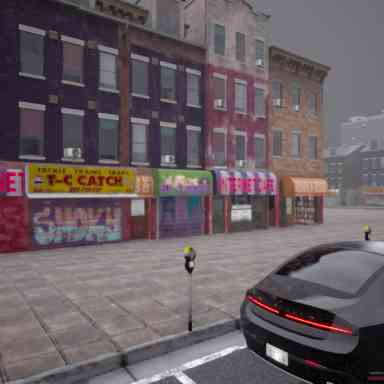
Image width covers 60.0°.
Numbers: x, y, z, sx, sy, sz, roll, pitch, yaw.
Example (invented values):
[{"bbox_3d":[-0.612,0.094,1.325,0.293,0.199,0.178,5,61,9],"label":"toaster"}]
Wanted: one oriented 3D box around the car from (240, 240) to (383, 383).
[{"bbox_3d":[2.891,1.505,5.009,4.892,1.490,1.837,0,0,-35],"label":"car"}]
